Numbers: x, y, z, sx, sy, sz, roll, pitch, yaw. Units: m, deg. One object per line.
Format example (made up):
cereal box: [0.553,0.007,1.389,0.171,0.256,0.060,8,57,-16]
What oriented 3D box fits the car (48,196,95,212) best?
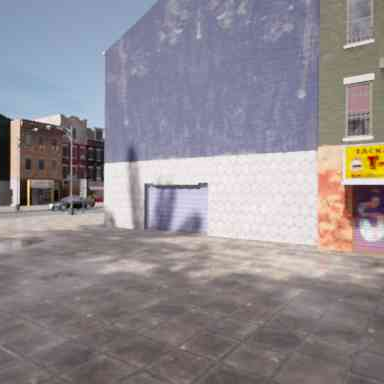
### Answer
car: [-12.369,1.195,34.426,2.128,1.511,4.902,1,1,36]
